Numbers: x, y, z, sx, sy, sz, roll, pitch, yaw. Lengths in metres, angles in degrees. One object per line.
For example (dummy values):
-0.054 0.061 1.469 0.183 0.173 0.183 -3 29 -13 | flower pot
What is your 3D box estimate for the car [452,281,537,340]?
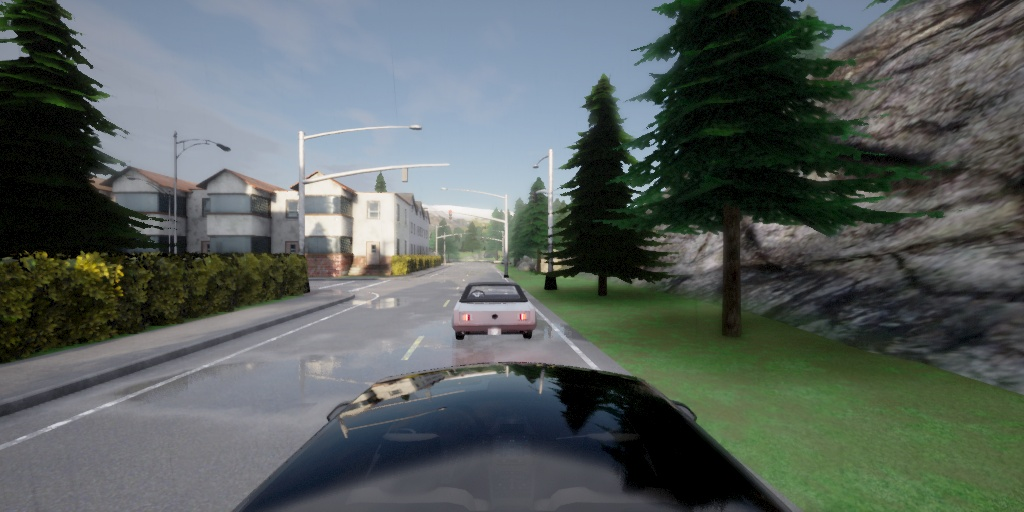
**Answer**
-0.533 1.351 9.979 1.895 1.301 4.718 0 0 -4 | car
